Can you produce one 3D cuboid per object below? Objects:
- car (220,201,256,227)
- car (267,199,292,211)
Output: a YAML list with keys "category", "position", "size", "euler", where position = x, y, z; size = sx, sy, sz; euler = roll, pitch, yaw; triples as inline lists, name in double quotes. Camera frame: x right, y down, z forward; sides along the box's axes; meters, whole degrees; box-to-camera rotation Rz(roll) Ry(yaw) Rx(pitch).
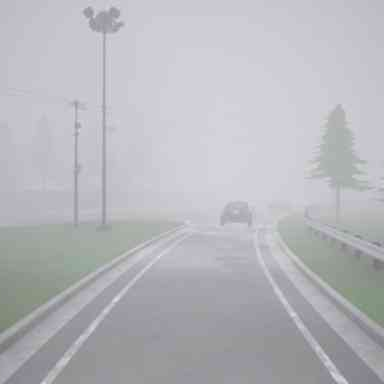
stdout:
- category: "car"
  position: [3.391, 1.402, 23.726]
  size: [2.097, 1.767, 4.553]
  euler: [0, 0, 15]
- category: "car"
  position: [11.029, 1.642, 41.767]
  size: [2.033, 1.411, 5.357]
  euler: [0, 0, 30]
